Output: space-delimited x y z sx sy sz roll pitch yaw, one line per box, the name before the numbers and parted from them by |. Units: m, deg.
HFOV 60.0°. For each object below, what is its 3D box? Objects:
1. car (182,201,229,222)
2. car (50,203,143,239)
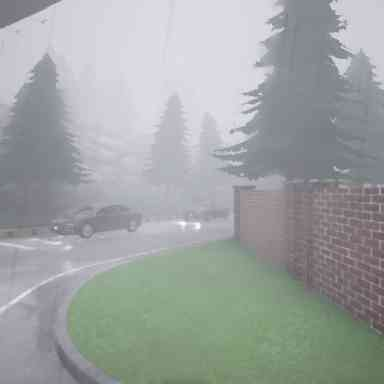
car | 1.065 1.379 24.581 1.994 1.385 4.181 0 0 35
car | -4.532 1.320 16.409 1.837 1.490 4.892 0 0 34
